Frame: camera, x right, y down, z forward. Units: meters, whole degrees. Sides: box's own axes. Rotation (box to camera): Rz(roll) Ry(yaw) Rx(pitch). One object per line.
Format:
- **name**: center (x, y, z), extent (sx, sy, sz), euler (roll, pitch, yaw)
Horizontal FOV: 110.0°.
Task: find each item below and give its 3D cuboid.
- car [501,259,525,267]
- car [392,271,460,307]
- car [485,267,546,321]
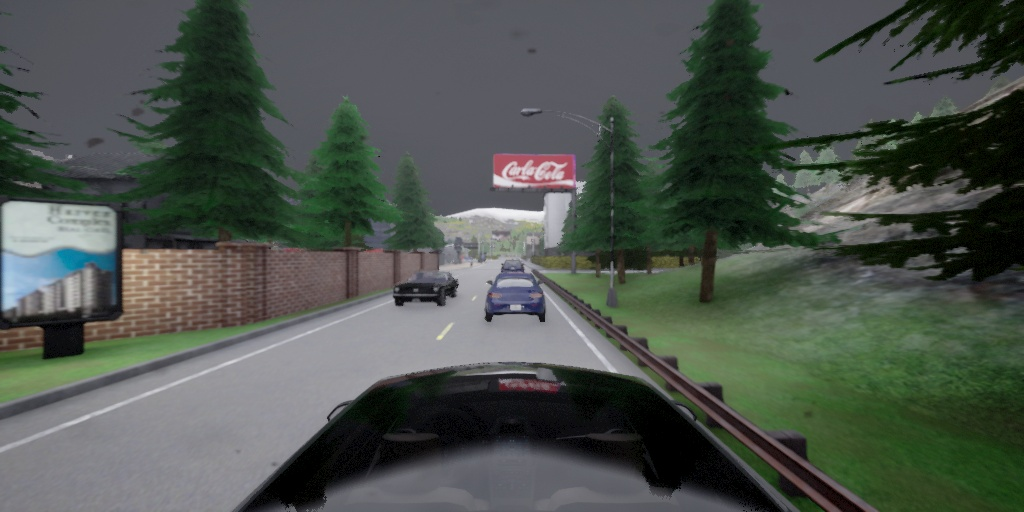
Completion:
- **car**: center (0.080, 1.036, 32.047), extent (2.097, 1.767, 4.553), euler (0, 0, 0)
- **car**: center (-3.517, 1.321, 15.382), extent (1.895, 1.301, 4.718), euler (0, 0, 0)
- **car**: center (0.112, 1.253, 12.198), extent (1.812, 1.442, 4.674), euler (0, 0, 0)
